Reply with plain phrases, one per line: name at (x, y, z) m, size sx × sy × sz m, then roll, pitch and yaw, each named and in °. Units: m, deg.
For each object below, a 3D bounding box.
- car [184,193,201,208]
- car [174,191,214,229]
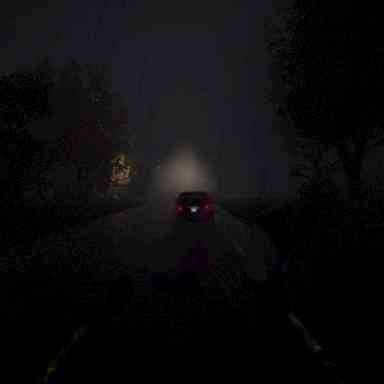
car at (0.096, 0.989, 39.943) m, size 1.882 × 1.535 × 5.008 m, roll 0°, pitch 1°, yaw 0°
car at (0.096, 0.968, 19.534) m, size 2.150 × 2.045 × 5.566 m, roll 0°, pitch 1°, yaw 0°
